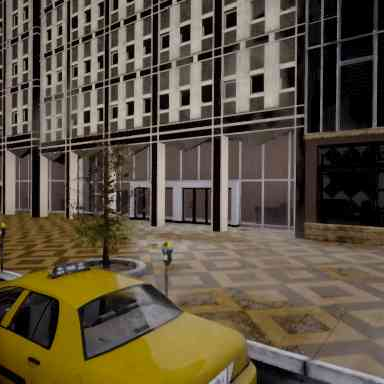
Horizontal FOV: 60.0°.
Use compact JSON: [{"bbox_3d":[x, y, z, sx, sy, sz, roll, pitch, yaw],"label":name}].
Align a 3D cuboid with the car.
[{"bbox_3d":[-1.654,1.524,4.076,4.829,1.417,1.752,0,1,36],"label":"car"}]
